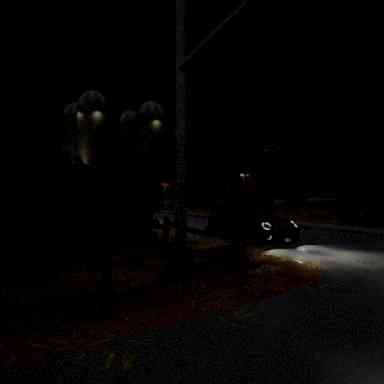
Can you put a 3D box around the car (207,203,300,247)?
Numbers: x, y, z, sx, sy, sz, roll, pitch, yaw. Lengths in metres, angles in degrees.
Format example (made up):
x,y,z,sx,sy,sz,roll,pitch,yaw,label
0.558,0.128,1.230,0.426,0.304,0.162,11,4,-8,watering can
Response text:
x,y,z,sx,sy,sz,roll,pitch,yaw,label
2.664,1.352,15.260,2.097,1.767,4.553,0,0,-32,car
